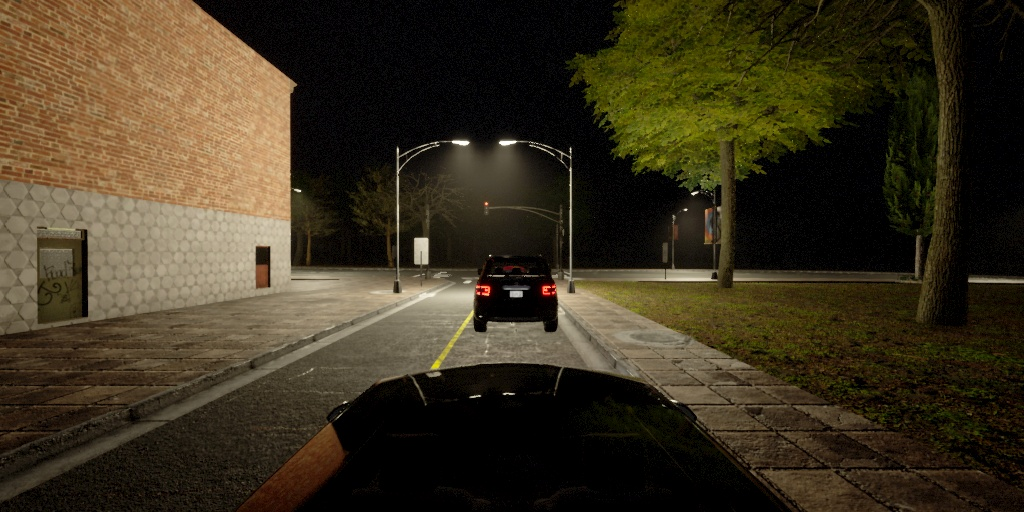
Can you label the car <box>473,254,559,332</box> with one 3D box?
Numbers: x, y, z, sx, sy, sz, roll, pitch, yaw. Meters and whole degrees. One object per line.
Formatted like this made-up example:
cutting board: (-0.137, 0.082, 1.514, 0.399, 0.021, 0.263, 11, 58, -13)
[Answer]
car: (0.088, 0.980, 11.002, 2.150, 2.045, 5.566, 0, 0, 0)
